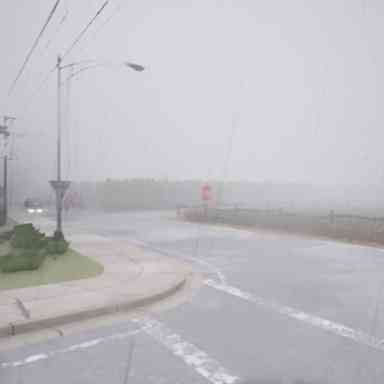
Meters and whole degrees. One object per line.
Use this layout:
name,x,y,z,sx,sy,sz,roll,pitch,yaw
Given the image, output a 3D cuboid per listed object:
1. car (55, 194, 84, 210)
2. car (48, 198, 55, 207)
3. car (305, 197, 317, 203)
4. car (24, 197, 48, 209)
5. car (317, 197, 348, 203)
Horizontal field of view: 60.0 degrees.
car,-15.828,1.249,43.628,2.150,2.045,5.566,0,0,-34
car,-21.848,1.592,52.262,1.994,1.385,4.181,0,0,-35
car,19.771,1.567,52.489,4.674,1.442,1.812,0,0,-34
car,-22.331,1.518,46.802,2.128,1.511,4.902,0,0,-35
car,21.604,1.525,49.985,4.902,1.511,2.128,0,0,-35
